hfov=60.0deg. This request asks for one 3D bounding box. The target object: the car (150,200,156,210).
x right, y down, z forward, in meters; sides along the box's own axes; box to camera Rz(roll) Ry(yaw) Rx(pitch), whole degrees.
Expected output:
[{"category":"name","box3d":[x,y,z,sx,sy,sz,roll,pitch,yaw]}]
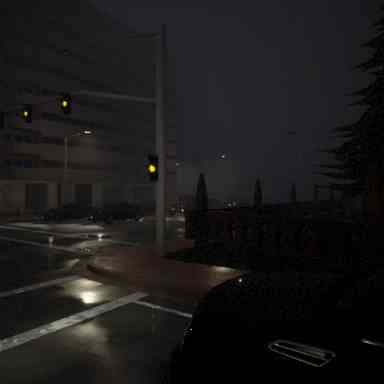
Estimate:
[{"category":"car","box3d":[-4.399,1.581,33.657,1.812,1.442,4.674,0,0,35]}]

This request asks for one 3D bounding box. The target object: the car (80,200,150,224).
[{"category":"car","box3d":[-5.754,1.560,25.595,1.837,1.490,4.892,0,0,35]}]

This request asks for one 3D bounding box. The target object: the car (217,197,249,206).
[{"category":"car","box3d":[5.461,1.408,41.710,2.097,1.767,4.553,0,0,35]}]

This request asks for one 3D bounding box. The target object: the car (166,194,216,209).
[{"category":"car","box3d":[-0.198,1.276,33.590,2.150,2.045,5.566,0,0,35]}]

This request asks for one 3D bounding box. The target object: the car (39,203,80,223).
[{"category":"car","box3d":[-9.605,1.581,26.186,1.812,1.442,4.674,0,0,35]}]

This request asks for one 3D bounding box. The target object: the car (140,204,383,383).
[{"category":"car","box3d":[2.426,1.222,2.130,5.566,2.045,2.150,0,0,37]}]
